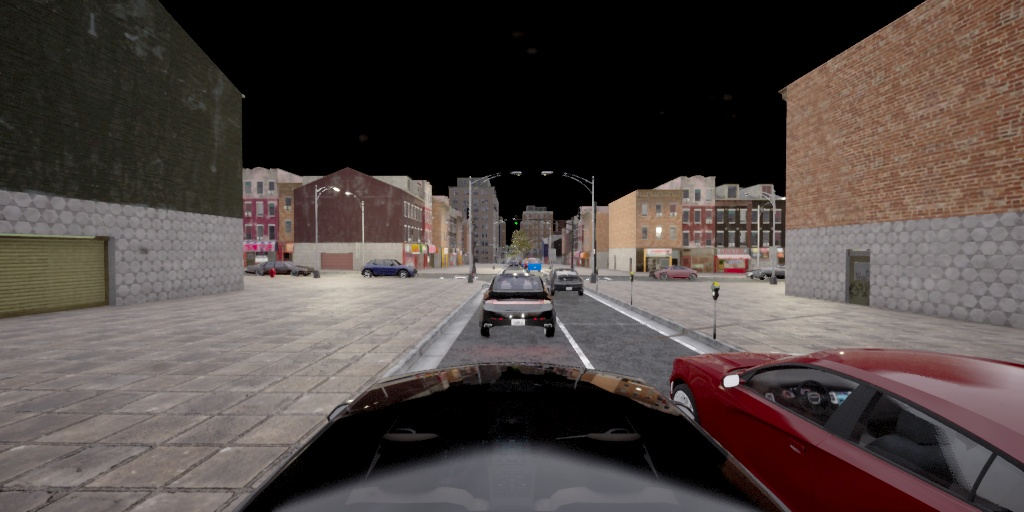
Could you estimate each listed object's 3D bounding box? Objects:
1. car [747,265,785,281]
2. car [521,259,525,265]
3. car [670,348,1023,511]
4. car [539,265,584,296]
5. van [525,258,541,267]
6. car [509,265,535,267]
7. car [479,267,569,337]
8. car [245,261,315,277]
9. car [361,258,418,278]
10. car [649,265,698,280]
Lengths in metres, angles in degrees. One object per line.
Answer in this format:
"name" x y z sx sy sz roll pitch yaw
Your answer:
"car" 24.989 1.610 34.023 4.902 1.511 2.128 1 1 0
"car" 2.922 1.249 56.737 2.192 1.841 5.009 0 0 0
"car" 2.637 1.294 2.326 1.888 1.381 4.507 0 0 0
"car" 2.725 1.316 19.201 2.007 1.370 4.403 0 0 0
"van" 2.867 1.210 46.156 1.690 1.789 3.998 0 0 0
"car" 0.229 1.370 20.688 1.895 1.301 4.718 0 0 1
"car" 0.143 1.243 10.292 2.128 1.511 4.902 0 0 0
"car" -20.159 1.106 31.380 5.357 1.411 2.033 1 1 0
"car" -10.607 1.039 31.322 4.553 1.767 2.097 1 1 0
"car" 15.290 1.554 34.094 4.181 1.385 1.994 1 1 0
